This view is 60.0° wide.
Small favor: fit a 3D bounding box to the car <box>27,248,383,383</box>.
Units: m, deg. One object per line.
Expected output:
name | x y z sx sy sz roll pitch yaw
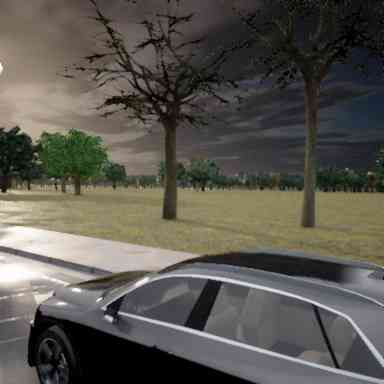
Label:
car | 0.325 1.403 3.343 4.856 1.649 2.033 1 1 36
